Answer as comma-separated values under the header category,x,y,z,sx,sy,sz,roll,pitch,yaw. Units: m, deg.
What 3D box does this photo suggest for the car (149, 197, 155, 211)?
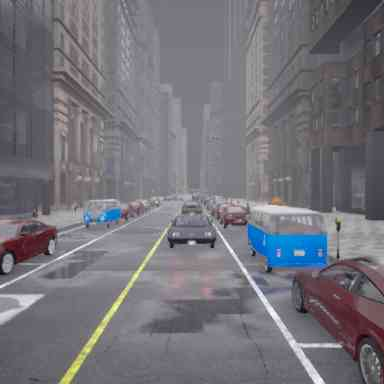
category,x,y,z,sx,sy,sz,roll,pitch,yaw
car,-5.766,1.523,38.229,1.752,1.417,4.829,0,0,0

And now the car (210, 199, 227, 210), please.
category,x,y,z,sx,sy,sz,roll,pitch,yaw
car,2.760,1.542,27.203,1.887,1.381,4.507,0,0,0

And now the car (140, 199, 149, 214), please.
category,x,y,z,sx,sy,sz,roll,pitch,yaw
car,-5.765,1.542,32.796,1.887,1.381,4.507,0,0,0

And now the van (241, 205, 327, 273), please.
category,x,y,z,sx,sy,sz,roll,pitch,yaw
van,2.759,1.340,10.397,1.690,1.788,3.998,0,0,0

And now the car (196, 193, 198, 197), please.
category,x,y,z,sx,sy,sz,roll,pitch,yaw
car,2.760,1.527,88.992,1.752,1.417,4.829,0,0,0

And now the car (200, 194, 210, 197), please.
category,x,y,z,sx,sy,sz,roll,pitch,yaw
car,2.760,1.542,55.212,1.887,1.381,4.507,0,0,0

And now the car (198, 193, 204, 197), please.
category,x,y,z,sx,sy,sz,roll,pitch,yaw
car,2.759,1.313,66.416,2.192,1.841,5.009,0,0,0

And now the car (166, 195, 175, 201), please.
category,x,y,z,sx,sy,sz,roll,pitch,yaw
car,-5.765,1.552,88.818,2.008,1.369,4.403,0,0,0

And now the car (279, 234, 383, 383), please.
category,x,y,z,sx,sy,sz,roll,pitch,yaw
car,2.760,1.581,4.796,1.802,1.307,4.206,0,0,0

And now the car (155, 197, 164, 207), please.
category,x,y,z,sx,sy,sz,roll,pitch,yaw
car,-5.766,1.438,49.603,1.967,1.590,4.097,0,0,0

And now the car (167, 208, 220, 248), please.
category,x,y,z,sx,sy,sz,roll,pitch,yaw
car,0.000,1.616,14.681,1.895,1.301,4.718,0,0,0

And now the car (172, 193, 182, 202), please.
category,x,y,z,sx,sy,sz,roll,pitch,yaw
car,-3.000,1.467,76.709,1.812,1.442,4.674,0,0,0

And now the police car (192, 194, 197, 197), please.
category,x,y,z,sx,sy,sz,roll,pitch,yaw
police car,0.900,1.427,90.130,1.930,1.638,5.238,0,0,0

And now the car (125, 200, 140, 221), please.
category,x,y,z,sx,sy,sz,roll,pitch,yaw
car,-5.765,1.542,27.194,1.887,1.381,4.507,0,0,0

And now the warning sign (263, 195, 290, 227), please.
category,x,y,z,sx,sy,sz,roll,pitch,yaw
warning sign,5.071,1.113,20.015,1.300,1.860,1.060,0,0,0

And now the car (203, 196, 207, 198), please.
category,x,y,z,sx,sy,sz,roll,pitch,yaw
car,2.760,1.579,44.009,1.802,1.307,4.206,0,0,0

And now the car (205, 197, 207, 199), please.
category,x,y,z,sx,sy,sz,roll,pitch,yaw
car,2.760,1.523,38.576,1.752,1.417,4.829,0,0,0

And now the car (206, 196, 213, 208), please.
category,x,y,z,sx,sy,sz,roll,pitch,yaw
car,2.759,1.438,32.805,1.967,1.590,4.097,0,0,0

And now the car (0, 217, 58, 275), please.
category,x,y,z,sx,sy,sz,roll,pitch,yaw
car,-5.765,1.543,10.387,1.887,1.381,4.507,0,0,0

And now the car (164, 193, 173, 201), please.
category,x,y,z,sx,sy,sz,roll,pitch,yaw
car,-5.765,1.545,77.613,1.887,1.381,4.507,0,0,0

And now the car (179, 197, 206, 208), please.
category,x,y,z,sx,sy,sz,roll,pitch,yaw
car,0.000,1.515,29.650,1.837,1.490,4.892,0,0,0

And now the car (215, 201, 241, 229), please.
category,x,y,z,sx,sy,sz,roll,pitch,yaw
car,2.760,1.543,21.601,1.887,1.381,4.507,0,0,0

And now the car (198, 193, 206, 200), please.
category,x,y,z,sx,sy,sz,roll,pitch,yaw
car,2.759,1.317,94.425,2.192,1.841,5.009,0,0,0

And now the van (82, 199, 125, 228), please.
category,x,y,z,sx,sy,sz,roll,pitch,yaw
van,-5.766,1.339,21.592,1.690,1.788,3.998,0,0,0
